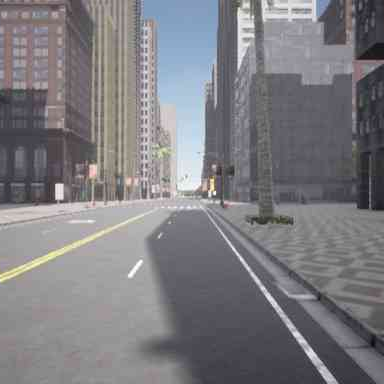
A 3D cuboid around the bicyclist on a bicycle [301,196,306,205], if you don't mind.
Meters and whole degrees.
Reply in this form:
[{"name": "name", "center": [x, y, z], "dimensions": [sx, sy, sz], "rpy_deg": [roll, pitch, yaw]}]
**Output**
[{"name": "bicyclist on a bicycle", "center": [18.393, 1.410, 55.070], "dimensions": [0.582, 1.620, 1.656], "rpy_deg": [0, -1, -1]}]
